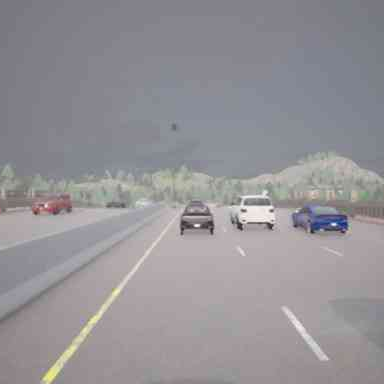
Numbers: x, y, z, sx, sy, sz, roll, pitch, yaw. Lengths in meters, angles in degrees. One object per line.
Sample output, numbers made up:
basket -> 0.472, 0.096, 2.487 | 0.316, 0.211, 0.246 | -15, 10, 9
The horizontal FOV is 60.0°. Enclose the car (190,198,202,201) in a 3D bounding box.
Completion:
car -> 0.518, 1.534, 42.157 | 1.837, 1.490, 4.892 | 0, -1, 1

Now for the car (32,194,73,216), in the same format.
car -> -13.768, 1.195, 33.206 | 2.150, 2.045, 5.566 | 0, 0, 1

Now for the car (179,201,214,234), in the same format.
car -> 0.286, 1.499, 19.414 | 2.128, 1.511, 4.902 | 0, 0, 1

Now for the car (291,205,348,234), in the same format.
car -> 7.287, 1.505, 19.493 | 1.882, 1.535, 5.008 | 0, 0, 1

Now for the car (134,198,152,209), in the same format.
car -> -6.626, 1.589, 45.515 | 1.812, 1.442, 4.674 | 0, -1, 1

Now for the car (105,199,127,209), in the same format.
car -> -10.141, 1.634, 44.649 | 1.895, 1.301, 4.718 | 0, -1, 1

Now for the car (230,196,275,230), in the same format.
car -> 3.808, 1.240, 21.598 | 2.150, 2.045, 5.566 | 0, 0, 1
